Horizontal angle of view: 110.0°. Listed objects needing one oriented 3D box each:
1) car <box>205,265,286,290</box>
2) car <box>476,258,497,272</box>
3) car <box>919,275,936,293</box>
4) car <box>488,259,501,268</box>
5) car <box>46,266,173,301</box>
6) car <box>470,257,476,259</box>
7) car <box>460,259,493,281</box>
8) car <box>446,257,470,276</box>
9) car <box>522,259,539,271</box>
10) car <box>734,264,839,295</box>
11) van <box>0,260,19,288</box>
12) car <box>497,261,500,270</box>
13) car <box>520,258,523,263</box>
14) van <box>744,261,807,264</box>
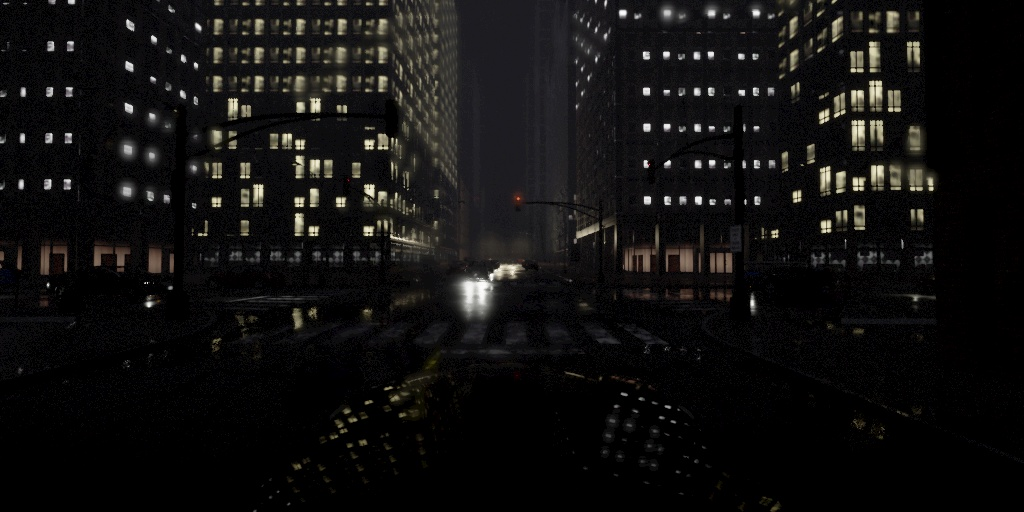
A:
[{"bbox_3d":[-16.494,1.255,22.196,4.097,1.591,1.967,0,0,0],"label":"car"},{"bbox_3d":[-3.096,1.291,42.506,1.812,1.442,4.674,0,0,0],"label":"car"},{"bbox_3d":[25.270,1.315,19.528,5.008,1.535,1.882,0,-1,0],"label":"car"},{"bbox_3d":[-3.060,1.321,62.795,2.033,1.411,5.357,0,0,0],"label":"car"},{"bbox_3d":[-18.088,1.191,16.425,4.902,1.511,2.128,0,-1,0],"label":"car"},{"bbox_3d":[-5.694,1.082,48.784,2.192,1.841,5.009,0,0,0],"label":"car"},{"bbox_3d":[-2.962,1.252,30.663,2.128,1.511,4.902,0,0,-3],"label":"car"},{"bbox_3d":[-5.693,1.203,37.634,1.967,1.591,4.097,0,0,0],"label":"car"},{"bbox_3d":[2.687,1.350,48.846,1.802,1.307,4.207,0,0,0],"label":"car"},{"bbox_3d":[14.872,1.321,19.553,4.892,1.490,1.837,0,-1,0],"label":"car"},{"bbox_3d":[-33.440,1.132,22.233,3.998,1.789,1.690,0,0,0],"label":"van"},{"bbox_3d":[-3.102,1.333,52.668,1.994,1.385,4.181,0,0,0],"label":"car"},{"bbox_3d":[2.687,1.298,60.172,1.751,1.417,4.829,0,0,0],"label":"car"},{"bbox_3d":[15.980,1.210,22.125,3.998,1.789,1.690,0,0,0],"label":"van"}]
